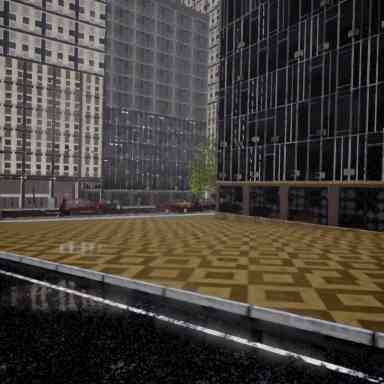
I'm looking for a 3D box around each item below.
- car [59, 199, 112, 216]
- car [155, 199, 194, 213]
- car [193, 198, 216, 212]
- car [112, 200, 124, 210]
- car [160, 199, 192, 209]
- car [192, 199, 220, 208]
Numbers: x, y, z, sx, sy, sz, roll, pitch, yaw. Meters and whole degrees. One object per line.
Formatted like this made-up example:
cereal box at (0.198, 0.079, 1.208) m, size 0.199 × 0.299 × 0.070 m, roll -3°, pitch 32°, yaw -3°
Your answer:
car at (-11.861, 1.646, 36.288) m, size 5.009 × 1.841 × 2.192 m, roll 1°, pitch 1°, yaw -34°
car at (-2.512, 1.966, 42.697) m, size 4.507 × 1.381 × 1.887 m, roll 1°, pitch 1°, yaw -34°
car at (2.171, 1.782, 45.896) m, size 5.009 × 1.841 × 2.192 m, roll 1°, pitch 1°, yaw -34°
car at (-11.639, 1.721, 45.996) m, size 4.403 × 1.369 × 2.008 m, roll 1°, pitch 1°, yaw -34°
car at (-2.424, 1.785, 52.305) m, size 4.829 × 1.417 × 1.752 m, roll 1°, pitch 1°, yaw -34°
car at (2.393, 1.873, 55.605) m, size 4.313 × 1.339 × 1.947 m, roll 1°, pitch 1°, yaw -34°
